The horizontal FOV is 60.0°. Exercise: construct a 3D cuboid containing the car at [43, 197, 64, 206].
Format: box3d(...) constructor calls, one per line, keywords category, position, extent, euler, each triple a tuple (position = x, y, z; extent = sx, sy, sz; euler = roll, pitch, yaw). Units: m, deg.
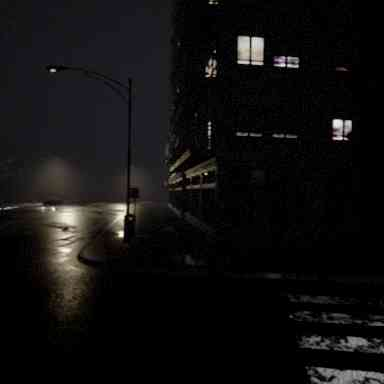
box3d(category="car", position=(-21.460, 1.501, 51.496), extent=(1.895, 1.301, 4.718), euler=(1, 0, -6))
